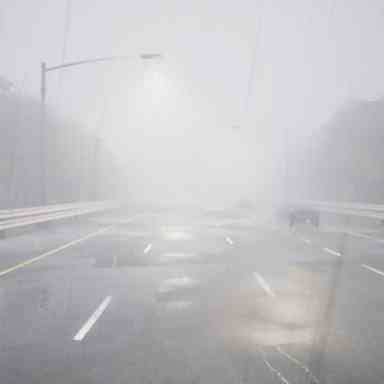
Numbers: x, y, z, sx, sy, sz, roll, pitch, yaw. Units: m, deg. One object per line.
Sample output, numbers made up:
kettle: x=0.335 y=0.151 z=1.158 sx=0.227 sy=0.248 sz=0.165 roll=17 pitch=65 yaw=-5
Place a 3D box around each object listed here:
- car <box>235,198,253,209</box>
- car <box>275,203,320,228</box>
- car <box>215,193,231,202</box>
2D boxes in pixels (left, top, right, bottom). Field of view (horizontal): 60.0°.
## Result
car: x=6.998 y=1.562 z=45.166 sx=2.033 sy=1.411 sz=5.357 roll=0 pitch=0 yaw=0
car: x=6.999 y=1.512 z=22.449 sx=1.837 sy=1.490 sz=4.892 roll=0 pitch=0 yaw=0
car: x=7.024 y=1.404 z=75.242 sx=2.097 sy=1.767 sz=4.553 roll=0 pitch=0 yaw=0
